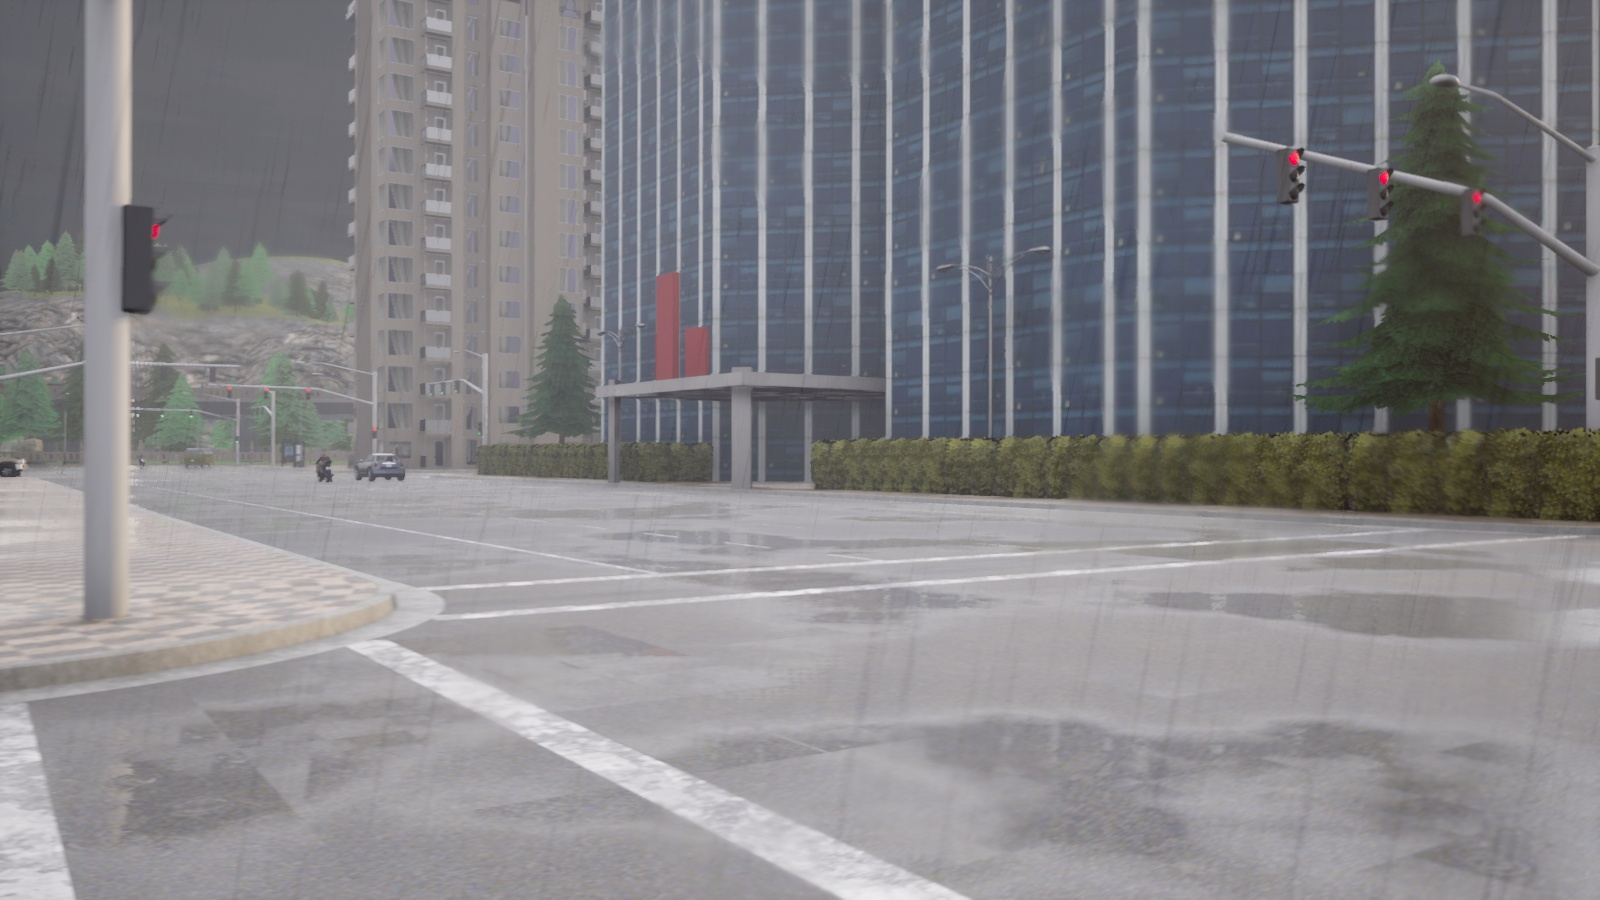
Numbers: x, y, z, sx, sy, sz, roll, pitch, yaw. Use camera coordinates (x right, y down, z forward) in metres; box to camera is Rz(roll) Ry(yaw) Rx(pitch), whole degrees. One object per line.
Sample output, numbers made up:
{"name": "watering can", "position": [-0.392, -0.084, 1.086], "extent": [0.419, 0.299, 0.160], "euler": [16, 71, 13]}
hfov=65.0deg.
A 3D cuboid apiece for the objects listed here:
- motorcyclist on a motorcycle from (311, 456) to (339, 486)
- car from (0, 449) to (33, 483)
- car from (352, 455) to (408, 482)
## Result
{"name": "motorcyclist on a motorcycle", "position": [-24.578, 1.058, 64.926], "extent": [0.866, 1.530, 2.191], "euler": [0, 0, -34]}
{"name": "car", "position": [-45.846, 0.910, 70.453], "extent": [4.605, 1.855, 1.932], "euler": [0, -1, -23]}
{"name": "car", "position": [-23.060, 0.998, 68.934], "extent": [1.970, 1.475, 3.806], "euler": [0, 0, -34]}
